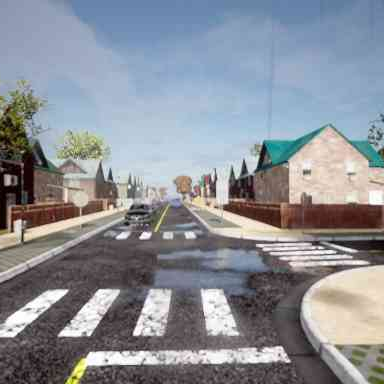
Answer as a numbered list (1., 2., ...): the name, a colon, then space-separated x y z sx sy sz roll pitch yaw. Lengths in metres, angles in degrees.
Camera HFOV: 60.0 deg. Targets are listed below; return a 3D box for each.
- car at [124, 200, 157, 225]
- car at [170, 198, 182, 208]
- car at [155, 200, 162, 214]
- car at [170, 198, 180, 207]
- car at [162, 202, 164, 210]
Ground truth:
1. car: -3.954 1.631 25.327 1.837 1.490 4.892 0 0 -3
2. car: -2.671 1.954 55.231 2.033 1.411 5.357 0 -1 -3
3. car: -4.490 1.805 35.222 1.895 1.301 4.718 0 0 -3
4. car: -3.251 1.998 65.008 1.882 1.535 5.008 0 -1 -3
5. car: -5.193 1.899 48.581 1.994 1.385 4.181 0 -1 -3
